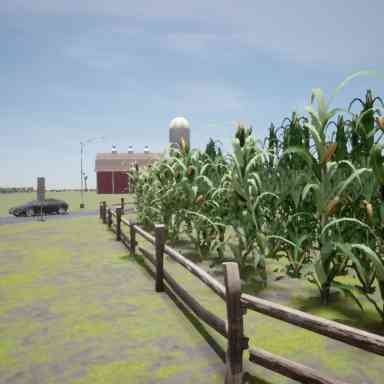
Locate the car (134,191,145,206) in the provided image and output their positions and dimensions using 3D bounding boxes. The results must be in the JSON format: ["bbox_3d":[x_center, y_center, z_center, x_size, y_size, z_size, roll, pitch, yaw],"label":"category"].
[{"bbox_3d":[-4.948,0.679,41.822,2.150,2.045,5.566,-1,1,27],"label":"car"}]

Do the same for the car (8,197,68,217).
[{"bbox_3d":[-12.772,1.237,27.935,1.837,1.490,4.892,-1,1,31],"label":"car"}]
